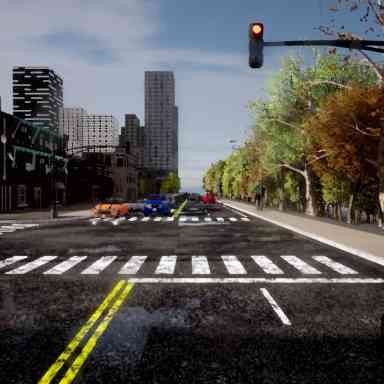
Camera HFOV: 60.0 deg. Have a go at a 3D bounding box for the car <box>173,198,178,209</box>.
[{"bbox_3d":[-3.266,1.336,43.817,2.097,1.767,4.553,0,0,0],"label":"car"}]

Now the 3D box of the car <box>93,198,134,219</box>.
[{"bbox_3d":[-6.907,1.344,28.868,2.097,1.767,4.553,0,0,4],"label":"car"}]

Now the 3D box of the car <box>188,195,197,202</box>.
[{"bbox_3d":[0.125,1.447,76.516,1.882,1.535,5.008,0,0,0],"label":"car"}]

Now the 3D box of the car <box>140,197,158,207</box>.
[{"bbox_3d":[-6.510,1.475,50.706,2.128,1.511,4.902,0,0,0],"label":"car"}]

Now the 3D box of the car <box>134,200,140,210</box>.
[{"bbox_3d":[-6.530,1.588,39.504,1.895,1.301,4.718,0,0,0],"label":"car"}]

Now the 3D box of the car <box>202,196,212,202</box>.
[{"bbox_3d":[3.371,1.522,75.893,1.994,1.385,4.181,0,0,0],"label":"car"}]

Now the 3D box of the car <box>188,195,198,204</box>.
[{"bbox_3d":[0.203,1.468,64.440,2.128,1.511,4.902,0,0,0],"label":"car"}]

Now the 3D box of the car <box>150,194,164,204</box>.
[{"bbox_3d":[-6.459,1.328,62.387,2.097,1.767,4.553,0,0,1],"label":"car"}]

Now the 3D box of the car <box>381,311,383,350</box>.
[{"bbox_3d":[3.355,1.491,2.362,2.128,1.511,4.902,0,0,0],"label":"car"}]

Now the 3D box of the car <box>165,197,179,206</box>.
[{"bbox_3d":[-3.249,1.581,54.867,1.895,1.301,4.718,0,0,0],"label":"car"}]

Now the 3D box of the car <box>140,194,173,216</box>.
[{"bbox_3d":[-3.295,1.212,32.167,2.150,2.045,5.566,0,0,0],"label":"car"}]

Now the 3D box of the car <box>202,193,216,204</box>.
[{"bbox_3d":[3.449,1.197,65.309,2.150,2.045,5.566,0,0,1],"label":"car"}]
